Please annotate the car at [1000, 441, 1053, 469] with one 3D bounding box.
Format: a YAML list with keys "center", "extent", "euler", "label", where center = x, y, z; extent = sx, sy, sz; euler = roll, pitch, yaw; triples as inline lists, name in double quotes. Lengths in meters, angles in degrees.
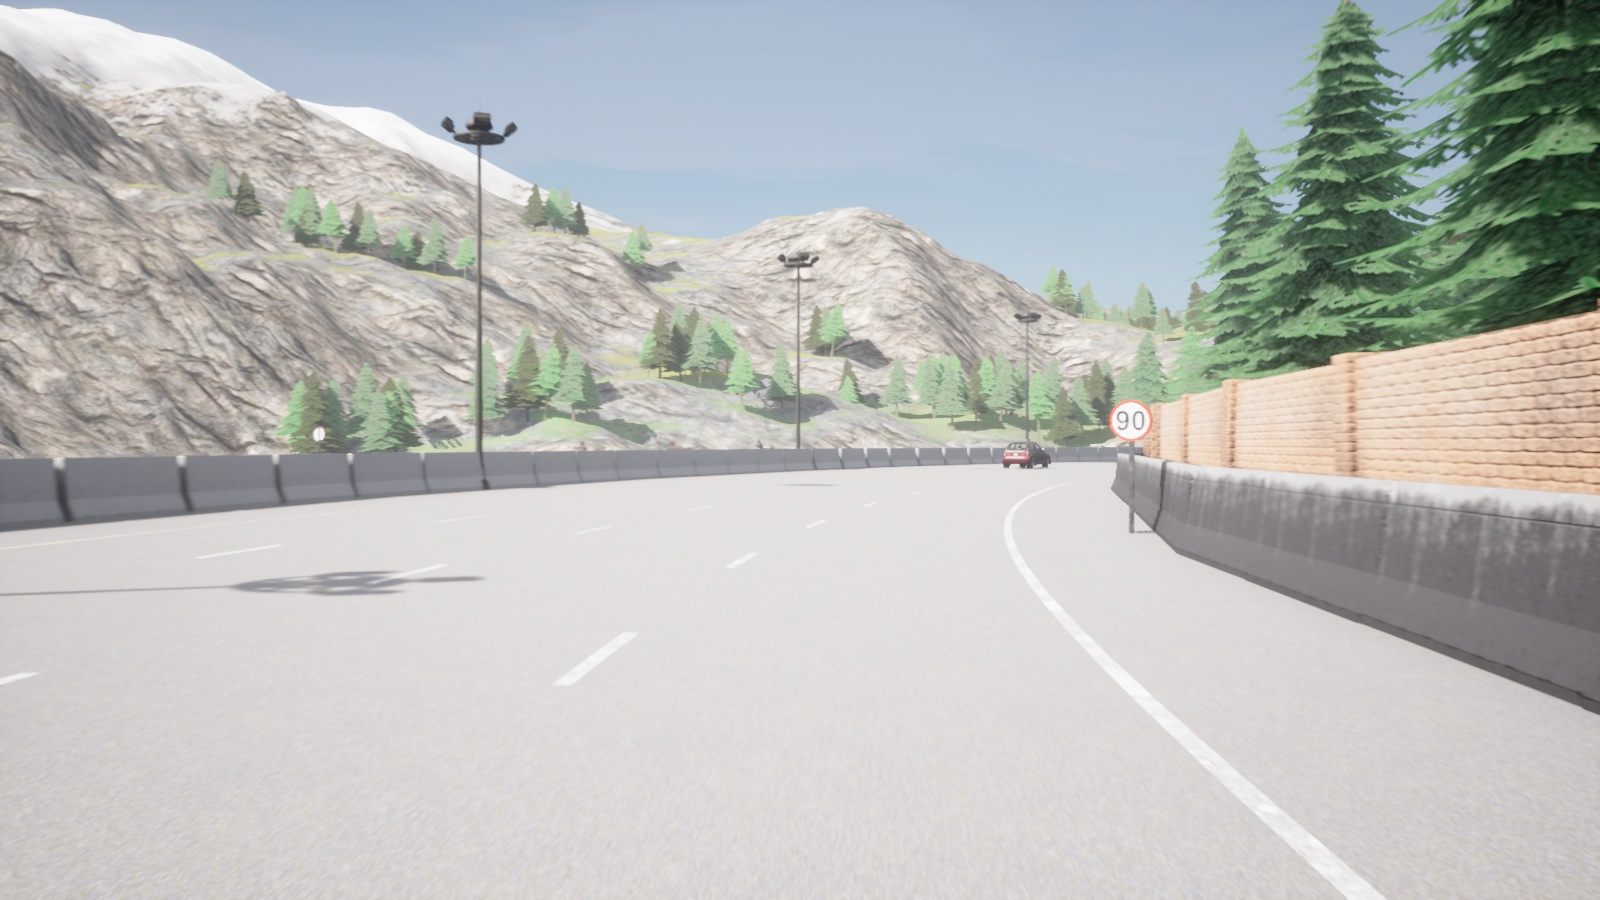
- center: [13.597, 0.270, 75.227]
  extent: [1.851, 1.617, 3.988]
  euler: [0, 0, 30]
  label: "car"
